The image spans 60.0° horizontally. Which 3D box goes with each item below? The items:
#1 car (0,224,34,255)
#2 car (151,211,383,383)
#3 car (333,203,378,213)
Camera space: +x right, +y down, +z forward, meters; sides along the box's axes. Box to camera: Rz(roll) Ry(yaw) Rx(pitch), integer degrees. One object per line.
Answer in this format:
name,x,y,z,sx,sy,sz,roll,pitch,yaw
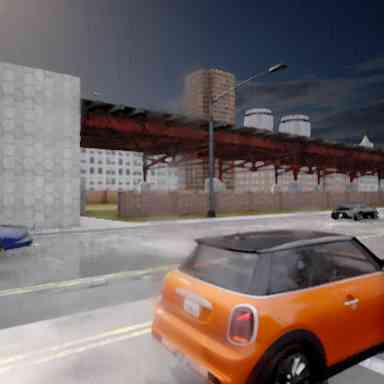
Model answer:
car,-8.257,1.548,11.000,5.357,1.411,2.033,0,0,-35
car,1.762,1.349,5.010,4.553,1.767,2.097,0,0,-34
car,12.709,1.546,25.954,4.181,1.385,1.994,0,0,-35
